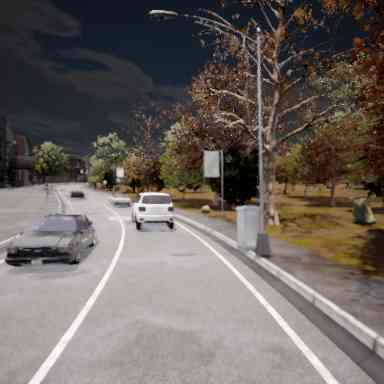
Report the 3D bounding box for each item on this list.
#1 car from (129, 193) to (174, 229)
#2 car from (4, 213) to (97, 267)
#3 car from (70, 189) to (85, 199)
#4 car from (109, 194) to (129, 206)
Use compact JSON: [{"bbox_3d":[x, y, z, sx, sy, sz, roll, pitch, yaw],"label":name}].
[{"bbox_3d":[-2.496,1.044,20.569,2.150,2.045,5.566,1,1,-13],"label":"car"},{"bbox_3d":[-4.545,1.479,11.608,2.033,1.411,5.357,0,1,-8],"label":"car"},{"bbox_3d":[-17.089,0.286,49.596,1.895,1.301,4.718,1,2,-23],"label":"car"},{"bbox_3d":[-8.351,0.888,38.374,1.895,1.301,4.718,1,2,-22],"label":"car"}]
